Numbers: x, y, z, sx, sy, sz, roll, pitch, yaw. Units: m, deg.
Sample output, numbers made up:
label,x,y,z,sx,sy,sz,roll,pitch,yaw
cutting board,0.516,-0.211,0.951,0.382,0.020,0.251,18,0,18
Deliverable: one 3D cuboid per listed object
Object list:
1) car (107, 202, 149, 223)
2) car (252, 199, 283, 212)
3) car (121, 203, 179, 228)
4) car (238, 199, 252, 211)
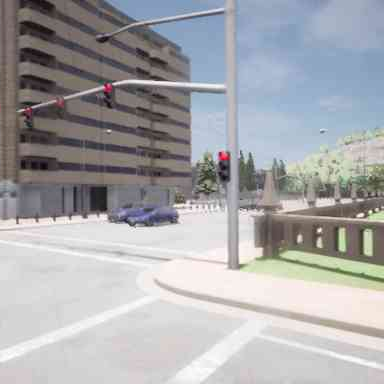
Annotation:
label,x,y,z,sx,sy,sz,roll,pitch,yaw
car,-4.943,1.662,28.064,2.097,1.767,4.553,-1,-1,35
car,10.128,1.614,43.431,2.097,1.767,4.553,-1,0,35
car,-2.799,1.791,24.986,1.812,1.442,4.674,-1,0,35
car,7.760,1.814,46.143,1.837,1.490,4.892,-1,-1,35
